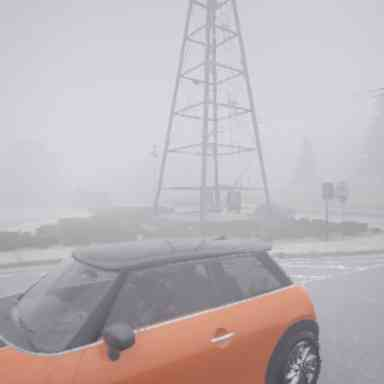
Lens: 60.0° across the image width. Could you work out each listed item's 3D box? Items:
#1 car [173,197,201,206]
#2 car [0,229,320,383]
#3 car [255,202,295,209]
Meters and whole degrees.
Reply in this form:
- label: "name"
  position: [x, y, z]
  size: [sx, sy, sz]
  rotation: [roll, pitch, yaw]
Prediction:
- label: "car"
  position: [-0.644, 1.566, 49.969]
  size: [5.008, 1.535, 1.882]
  rotation: [0, 0, 32]
- label: "car"
  position: [-0.740, 1.356, 3.456]
  size: [4.553, 1.767, 2.097]
  rotation: [0, 0, -35]
- label: "car"
  position: [8.032, 1.642, 32.102]
  size: [1.994, 1.385, 4.181]
  rotation: [0, 0, -34]
